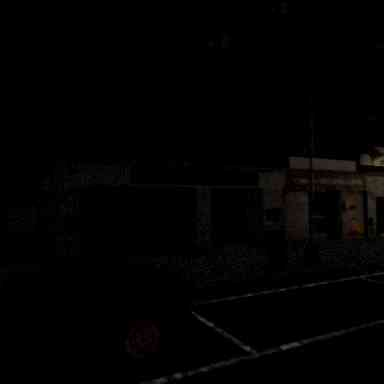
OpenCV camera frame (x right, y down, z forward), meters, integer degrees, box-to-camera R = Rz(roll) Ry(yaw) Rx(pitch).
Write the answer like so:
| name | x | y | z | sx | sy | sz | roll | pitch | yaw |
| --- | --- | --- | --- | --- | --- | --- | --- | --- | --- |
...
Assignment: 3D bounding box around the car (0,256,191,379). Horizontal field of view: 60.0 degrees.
| name | x | y | z | sx | sy | sz | roll | pitch | yaw |
| --- | --- | --- | --- | --- | --- | --- | --- | --- | --- |
| car | -2.206 | 1.676 | 4.762 | 4.507 | 1.381 | 1.887 | 0 | -2 | -27 |
